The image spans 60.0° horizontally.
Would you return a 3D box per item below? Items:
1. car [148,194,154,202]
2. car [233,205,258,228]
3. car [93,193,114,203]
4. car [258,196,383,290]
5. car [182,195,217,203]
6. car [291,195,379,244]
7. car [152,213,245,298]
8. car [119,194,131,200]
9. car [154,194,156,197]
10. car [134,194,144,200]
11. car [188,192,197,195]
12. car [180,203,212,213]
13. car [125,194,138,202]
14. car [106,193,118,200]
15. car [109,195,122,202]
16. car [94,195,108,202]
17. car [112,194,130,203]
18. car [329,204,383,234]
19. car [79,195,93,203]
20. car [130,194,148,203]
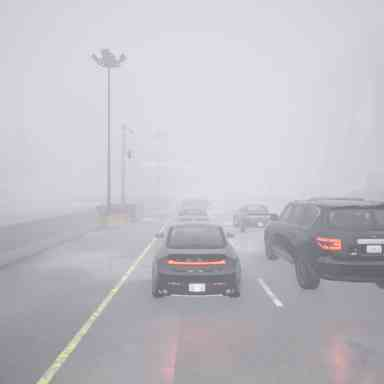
[{"bbox_3d":[-10.530,1.389,77.009,1.882,1.535,5.008,0,0,0],"label":"car"},{"bbox_3d":[3.567,1.491,19.820,2.128,1.511,4.902,0,0,0],"label":"car"},{"bbox_3d":[-17.592,1.311,66.660,2.097,1.767,4.553,0,0,0],"label":"car"},{"bbox_3d":[3.584,1.221,9.261,2.150,2.045,5.566,0,0,0],"label":"car"},{"bbox_3d":[0.711,1.509,43.530,1.837,1.490,4.892,4,3,41],"label":"car"},{"bbox_3d":[7.063,1.221,17.260,2.150,2.045,5.566,0,0,0],"label":"car"},{"bbox_3d":[0.084,1.505,8.519,1.837,1.490,4.892,0,0,0],"label":"car"},{"bbox_3d":[-17.467,1.355,86.879,2.033,1.411,5.357,0,1,0],"label":"car"},{"bbox_3d":[-10.464,1.285,87.439,1.882,1.535,5.008,0,1,0],"label":"car"},{"bbox_3d":[-13.965,1.309,87.266,1.837,1.490,4.892,0,1,0],"label":"car"},{"bbox_3d":[0.088,0.917,95.549,2.150,2.045,5.566,0,1,0],"label":"car"},{"bbox_3d":[0.064,1.547,18.682,2.033,1.411,5.357,0,0,0],"label":"car"},{"bbox_3d":[-14.031,1.268,76.868,2.097,1.767,4.553,0,0,0],"label":"car"},{"bbox_3d":[-20.966,1.168,87.061,2.097,1.767,4.553,0,1,0],"label":"car"},{"bbox_3d":[-17.533,1.468,76.521,1.994,1.385,4.181,0,0,0],"label":"car"},{"bbox_3d":[-21.032,1.467,76.763,1.994,1.385,4.181,0,0,0],"label":"car"},{"bbox_3d":[-14.092,1.523,66.619,1.994,1.385,4.181,0,0,0],"label":"car"},{"bbox_3d":[10.566,1.547,20.561,2.033,1.411,5.357,0,0,0],"label":"car"},{"bbox_3d":[-21.090,1.452,66.904,1.882,1.535,5.008,0,0,0],"label":"car"},{"bbox_3d":[-10.592,1.485,66.607,1.812,1.442,4.674,0,0,0],"label":"car"}]
